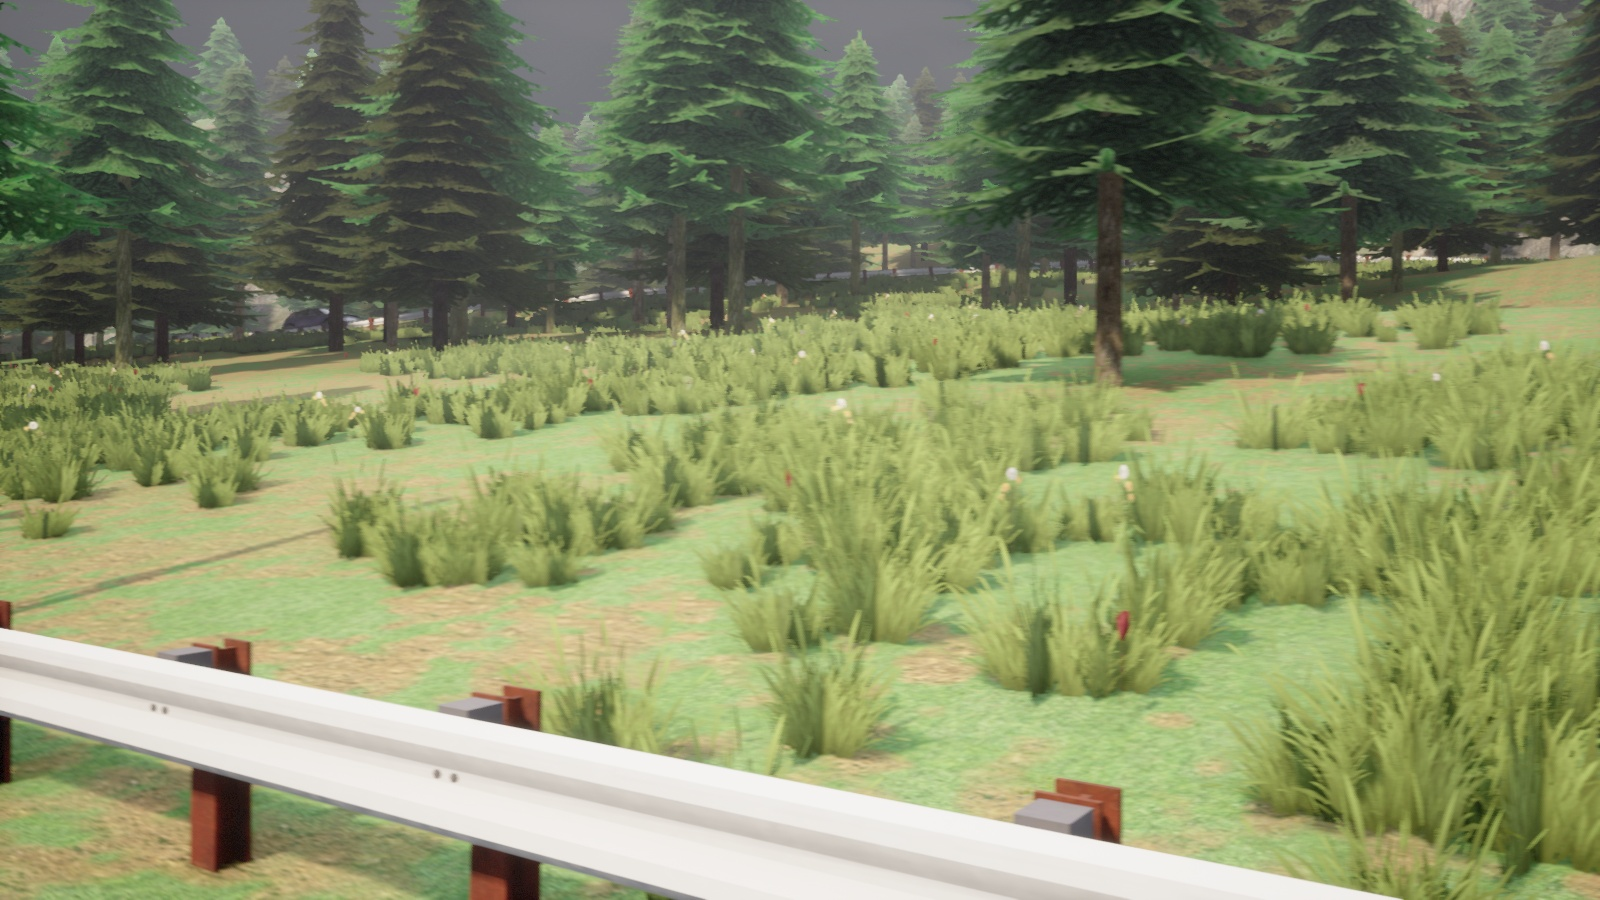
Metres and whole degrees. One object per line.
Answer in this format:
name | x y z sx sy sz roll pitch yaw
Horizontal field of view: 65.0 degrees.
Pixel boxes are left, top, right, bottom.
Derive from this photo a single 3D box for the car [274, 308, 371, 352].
car | -25.507 -6.357 67.058 4.856 1.649 2.033 -5 -1 27
